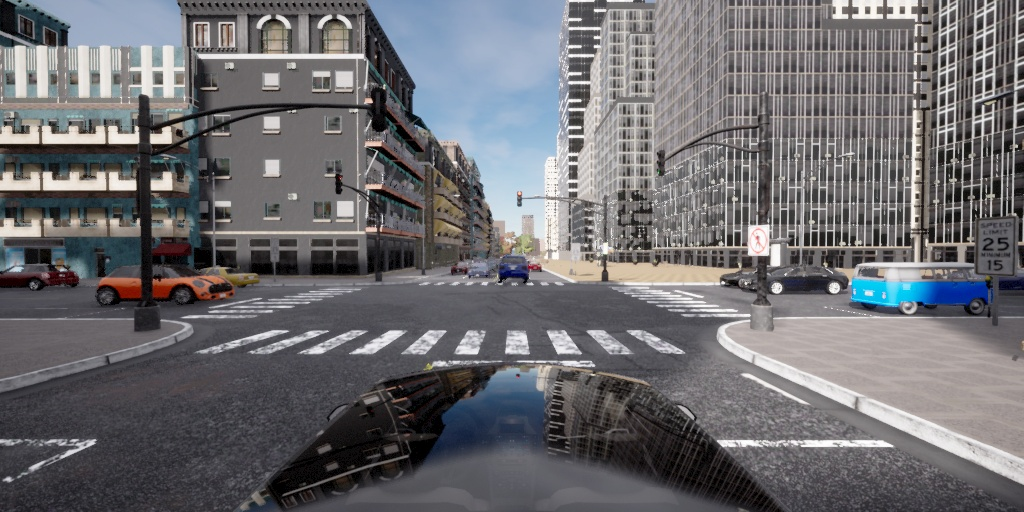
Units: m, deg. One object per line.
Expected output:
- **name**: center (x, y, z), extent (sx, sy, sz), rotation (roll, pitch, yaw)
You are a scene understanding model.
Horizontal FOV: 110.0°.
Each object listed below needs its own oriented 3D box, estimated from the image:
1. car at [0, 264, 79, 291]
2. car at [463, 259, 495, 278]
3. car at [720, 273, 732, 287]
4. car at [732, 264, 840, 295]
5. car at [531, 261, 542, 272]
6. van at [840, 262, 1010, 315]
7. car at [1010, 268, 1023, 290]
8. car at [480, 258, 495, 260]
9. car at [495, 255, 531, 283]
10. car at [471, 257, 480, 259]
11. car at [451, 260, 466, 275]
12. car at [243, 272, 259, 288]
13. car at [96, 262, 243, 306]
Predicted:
- **car**: center (-28.727, 1.190, 21.365), extent (4.097, 1.591, 1.967), rotation (0, 0, 0)
- **car**: center (-3.011, 1.292, 33.951), extent (2.033, 1.411, 5.357), rotation (0, 0, 0)
- **car**: center (14.730, 1.216, 21.315), extent (4.313, 1.339, 1.948), rotation (0, 0, 0)
- **car**: center (14.639, 1.194, 18.713), extent (4.892, 1.490, 1.837), rotation (0, 1, 0)
- **car**: center (2.777, 1.289, 45.085), extent (1.888, 1.381, 4.507), rotation (0, 0, 0)
- **van**: center (14.719, 1.117, 12.935), extent (3.998, 1.789, 1.690), rotation (0, 0, 0)
- **car**: center (24.711, 1.196, 18.700), extent (4.674, 1.442, 1.812), rotation (0, 1, 0)
- **car**: center (-2.981, 1.308, 43.985), extent (1.994, 1.385, 4.181), rotation (0, 0, 0)
- **car**: center (0.163, 0.971, 28.032), extent (2.150, 2.045, 5.566), rotation (0, 0, 2)
- **car**: center (-5.571, 1.184, 45.051), extent (1.967, 1.591, 4.097), rotation (0, 0, 0)
- **car**: center (-5.587, 1.289, 39.402), extent (1.888, 1.381, 4.507), rotation (0, 0, 0)
- **car**: center (-17.829, 1.247, 21.353), extent (4.829, 1.417, 1.751), rotation (0, 0, 0)
- **car**: center (-14.923, 1.153, 15.634), extent (4.553, 1.767, 2.097), rotation (0, 1, -2)
